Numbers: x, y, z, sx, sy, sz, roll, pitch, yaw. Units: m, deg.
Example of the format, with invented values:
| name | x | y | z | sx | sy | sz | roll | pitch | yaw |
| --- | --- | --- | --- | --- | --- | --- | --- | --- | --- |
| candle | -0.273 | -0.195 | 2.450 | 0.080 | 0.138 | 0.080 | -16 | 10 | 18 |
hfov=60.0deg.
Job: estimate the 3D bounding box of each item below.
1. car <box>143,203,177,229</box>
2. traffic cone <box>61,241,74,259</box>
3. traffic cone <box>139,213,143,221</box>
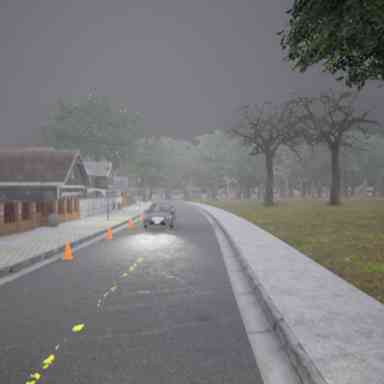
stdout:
| name | x | y | z | sx | sy | sz | roll | pitch | yaw |
| --- | --- | --- | --- | --- | --- | --- | --- | --- | --- |
| car | -1.983 | 1.468 | 21.567 | 2.128 | 1.511 | 4.902 | 0 | 0 | 0 |
| traffic cone | -4.168 | 1.933 | 11.148 | 0.340 | 0.580 | 0.340 | 0 | 0 | 2 |
| traffic cone | -3.924 | 1.938 | 26.031 | 0.340 | 0.580 | 0.340 | 0 | 0 | 0 |
